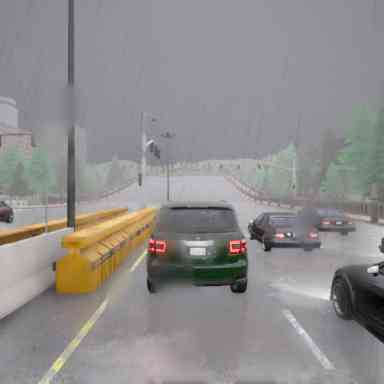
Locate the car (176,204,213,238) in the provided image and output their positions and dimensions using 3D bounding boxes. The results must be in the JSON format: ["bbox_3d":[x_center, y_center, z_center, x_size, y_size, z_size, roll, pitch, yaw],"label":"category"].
[{"bbox_3d":[0.127,1.505,18.838,1.837,1.490,4.892,0,0,0],"label":"car"}]

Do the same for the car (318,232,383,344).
[{"bbox_3d":[3.610,1.564,4.670,1.994,1.385,4.181,0,0,0],"label":"car"}]

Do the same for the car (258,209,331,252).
[{"bbox_3d":[3.622,1.547,13.945,2.033,1.411,5.357,0,0,0],"label":"car"}]

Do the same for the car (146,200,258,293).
[{"bbox_3d":[0.114,1.222,8.987,2.150,2.045,5.566,0,0,0],"label":"car"}]

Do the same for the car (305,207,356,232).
[{"bbox_3d":[7.125,1.547,18.608,2.033,1.411,5.357,0,0,0],"label":"car"}]
